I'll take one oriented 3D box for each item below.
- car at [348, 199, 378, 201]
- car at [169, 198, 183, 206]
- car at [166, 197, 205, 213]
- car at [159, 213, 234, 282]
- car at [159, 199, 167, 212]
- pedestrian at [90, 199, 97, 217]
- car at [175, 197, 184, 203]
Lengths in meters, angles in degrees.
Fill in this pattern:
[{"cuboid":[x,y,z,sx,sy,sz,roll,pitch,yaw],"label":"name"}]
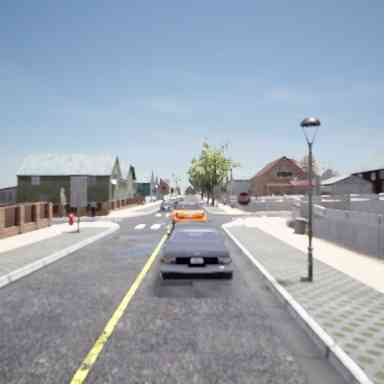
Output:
[{"cuboid":[14.570,1.053,29.949,4.553,1.767,2.097,-2,-1,0],"label":"car"},{"cuboid":[-2.798,1.739,59.123,2.033,1.411,5.357,0,0,0],"label":"car"},{"cuboid":[-0.370,1.427,21.794,2.097,1.767,4.553,0,0,-7],"label":"car"},{"cuboid":[0.098,1.584,9.910,2.033,1.411,5.357,0,0,0],"label":"car"},{"cuboid":[-2.843,1.624,40.225,2.128,1.511,4.902,0,0,0],"label":"car"},{"cuboid":[-9.692,1.570,32.714,0.375,1.860,0.375,0,0,0],"label":"pedestrian"},{"cuboid":[-2.751,1.774,73.672,1.994,1.385,4.181,0,0,0],"label":"car"}]
